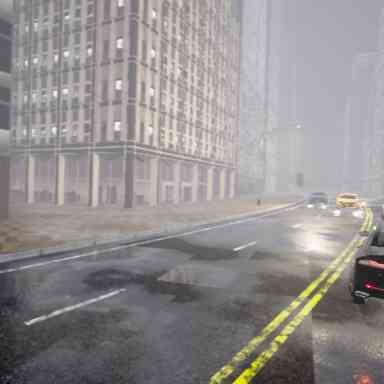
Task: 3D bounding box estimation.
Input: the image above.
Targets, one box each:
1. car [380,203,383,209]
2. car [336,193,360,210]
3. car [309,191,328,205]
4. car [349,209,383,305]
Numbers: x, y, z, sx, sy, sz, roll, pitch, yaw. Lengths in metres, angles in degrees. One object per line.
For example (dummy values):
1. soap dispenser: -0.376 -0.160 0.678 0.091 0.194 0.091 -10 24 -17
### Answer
1. car: 14.107 1.188 22.883 1.812 1.442 4.674 2 2 29
2. car: 15.339 0.898 32.677 1.882 1.535 5.008 2 2 26
3. car: 15.444 0.685 40.373 1.882 1.535 5.008 2 2 25
4. car: 4.632 1.381 7.055 2.128 1.511 4.902 2 2 33
